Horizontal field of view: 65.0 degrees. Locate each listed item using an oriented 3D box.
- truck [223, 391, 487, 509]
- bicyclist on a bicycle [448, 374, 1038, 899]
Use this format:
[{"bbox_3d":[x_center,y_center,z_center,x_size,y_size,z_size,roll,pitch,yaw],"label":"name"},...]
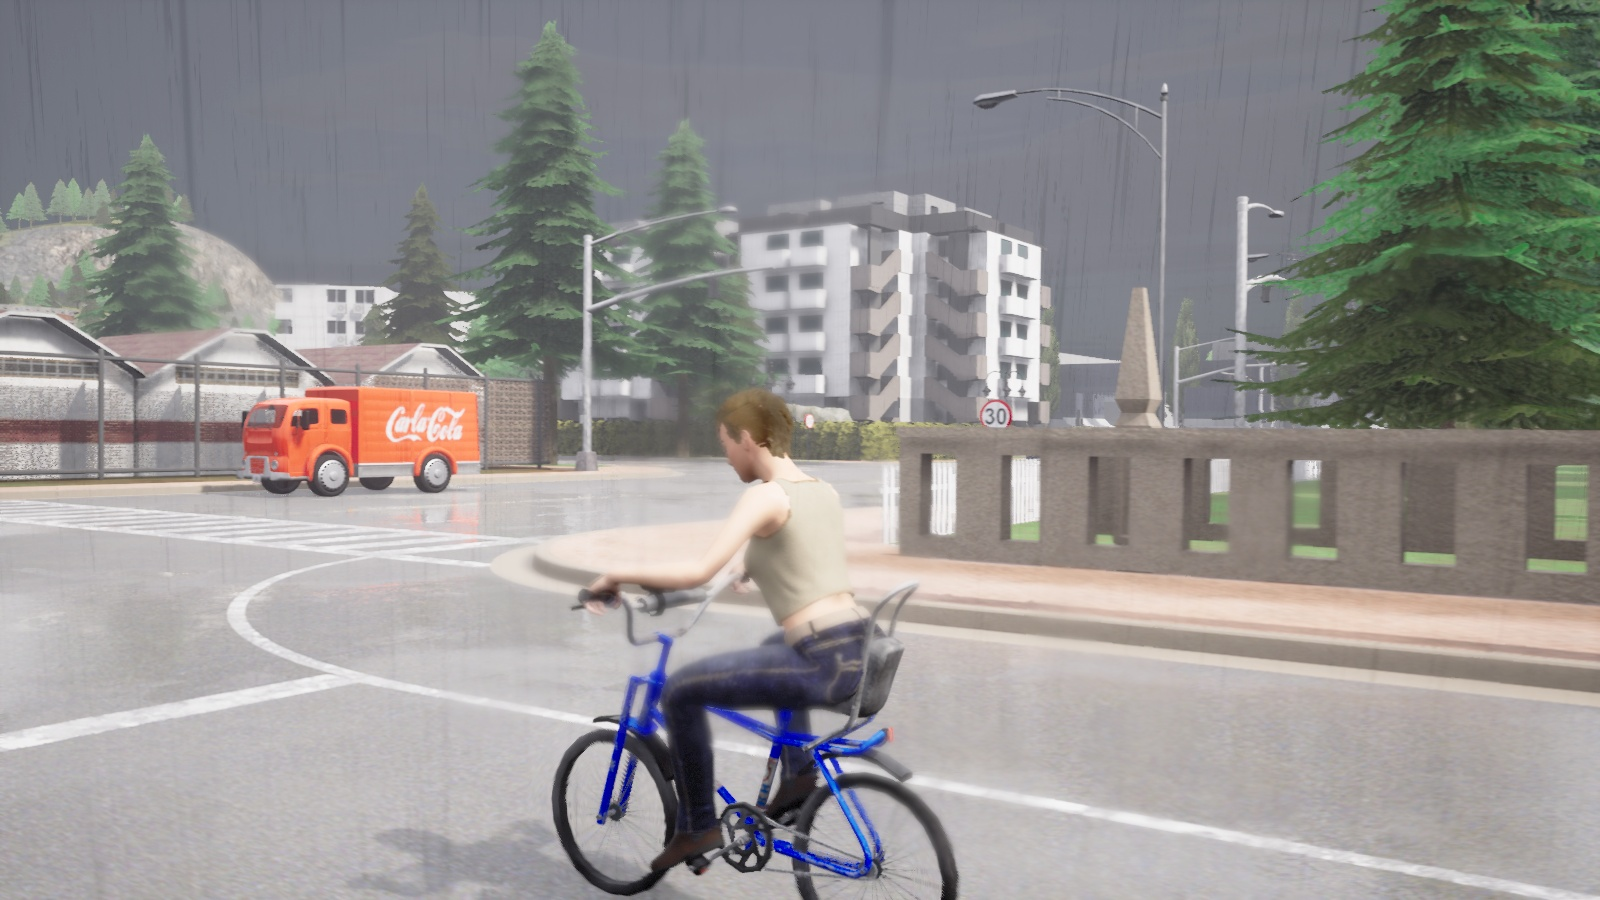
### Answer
[{"bbox_3d":[-10.227,-0.037,29.259,2.627,2.467,5.204,0,1,35],"label":"truck"},{"bbox_3d":[-0.181,0.627,3.747,1.509,1.612,0.866,-1,1,34],"label":"bicyclist on a bicycle"}]
